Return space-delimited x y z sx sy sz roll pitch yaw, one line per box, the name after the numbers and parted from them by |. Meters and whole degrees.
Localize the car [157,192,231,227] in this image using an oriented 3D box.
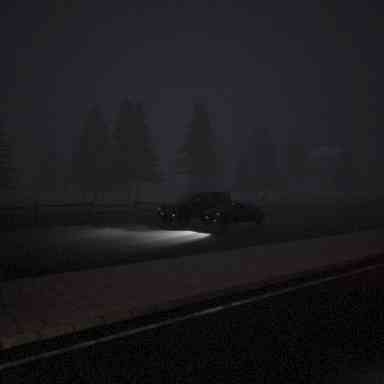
0.381 0.993 22.561 5.566 2.045 2.150 0 0 -35 | car

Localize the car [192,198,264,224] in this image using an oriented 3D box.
2.437 1.232 19.728 4.181 1.385 1.994 0 0 -35 | car
